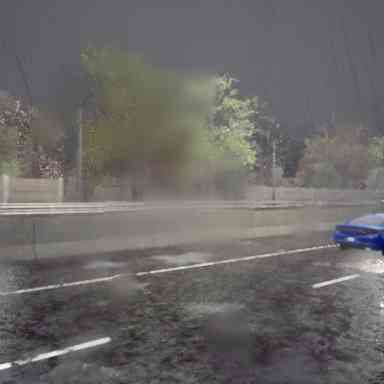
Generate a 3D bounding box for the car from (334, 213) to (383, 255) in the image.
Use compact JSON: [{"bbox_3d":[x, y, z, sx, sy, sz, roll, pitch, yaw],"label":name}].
[{"bbox_3d":[7.953,1.629,13.815,5.008,1.535,1.882,0,0,-35],"label":"car"}]
